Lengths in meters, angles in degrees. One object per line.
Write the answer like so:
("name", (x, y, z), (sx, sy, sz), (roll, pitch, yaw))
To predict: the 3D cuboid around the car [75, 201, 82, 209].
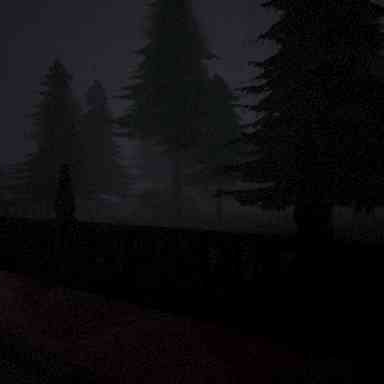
("car", (-18.222, 1.997, 50.541), (1.837, 1.490, 4.892), (-1, -1, 36))
